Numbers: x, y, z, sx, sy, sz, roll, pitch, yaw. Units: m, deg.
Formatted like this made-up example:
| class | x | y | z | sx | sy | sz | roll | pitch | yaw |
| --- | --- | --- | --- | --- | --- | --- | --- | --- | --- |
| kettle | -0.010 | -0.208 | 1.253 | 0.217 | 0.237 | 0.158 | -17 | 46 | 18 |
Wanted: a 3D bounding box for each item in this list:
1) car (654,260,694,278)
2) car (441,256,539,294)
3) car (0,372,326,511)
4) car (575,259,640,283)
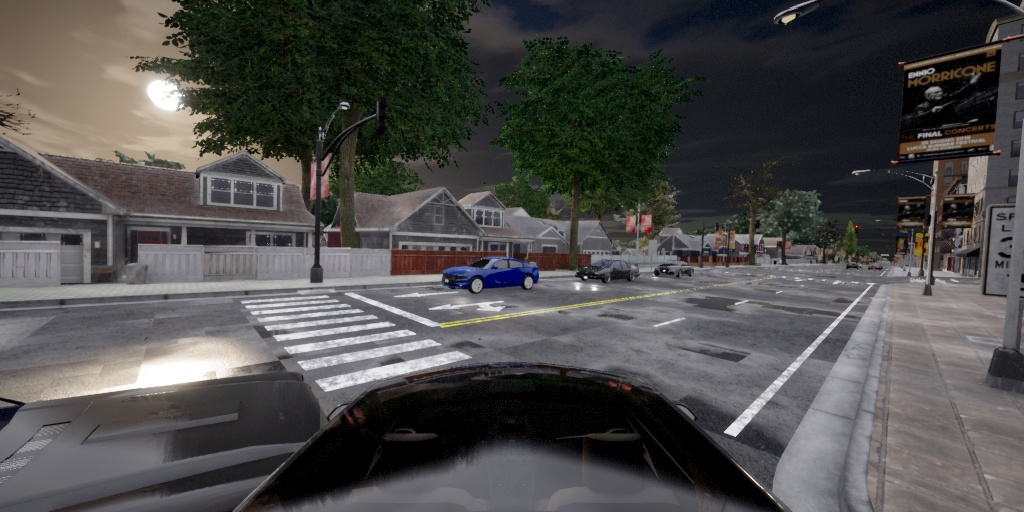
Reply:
| class | x | y | z | sx | sy | sz | roll | pitch | yaw |
| --- | --- | --- | --- | --- | --- | --- | --- | --- | --- |
| car | 13.699 | 1.027 | 30.231 | 4.181 | 1.385 | 1.994 | 1 | 2 | -43 |
| car | -0.880 | 0.778 | 16.618 | 5.008 | 1.535 | 1.882 | 1 | 2 | -43 |
| car | -3.317 | 1.273 | 1.470 | 4.718 | 1.301 | 1.895 | 1 | 2 | -33 |
| car | 6.394 | 0.927 | 23.424 | 5.357 | 1.411 | 2.033 | 1 | 2 | -43 |
